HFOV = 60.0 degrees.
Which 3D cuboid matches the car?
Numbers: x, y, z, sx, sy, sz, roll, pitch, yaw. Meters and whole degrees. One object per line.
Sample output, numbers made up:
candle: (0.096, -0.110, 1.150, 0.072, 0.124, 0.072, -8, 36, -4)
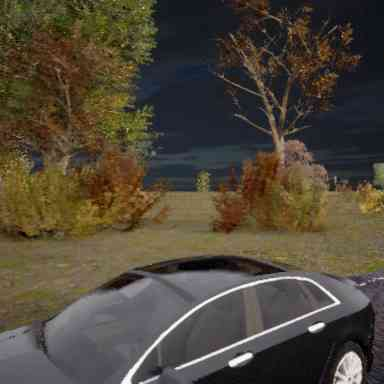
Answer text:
car: (-0.076, 1.497, 3.300, 4.892, 1.490, 1.837, 0, 0, -35)
